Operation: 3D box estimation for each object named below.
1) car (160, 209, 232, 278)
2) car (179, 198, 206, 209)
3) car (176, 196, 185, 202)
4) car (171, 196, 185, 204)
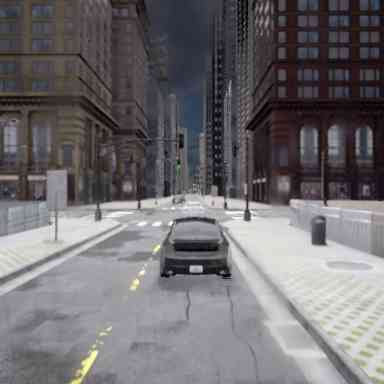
[{"bbox_3d":[0.097,1.496,10.065,1.837,1.490,4.892,0,1,0],"label":"car"},{"bbox_3d":[0.130,1.497,27.115,1.812,1.442,4.674,0,0,0],"label":"car"},{"bbox_3d":[-2.551,1.556,76.381,1.994,1.385,4.181,0,0,0],"label":"car"},{"bbox_3d":[-2.692,1.475,61.438,2.128,1.511,4.902,0,0,1],"label":"car"}]
